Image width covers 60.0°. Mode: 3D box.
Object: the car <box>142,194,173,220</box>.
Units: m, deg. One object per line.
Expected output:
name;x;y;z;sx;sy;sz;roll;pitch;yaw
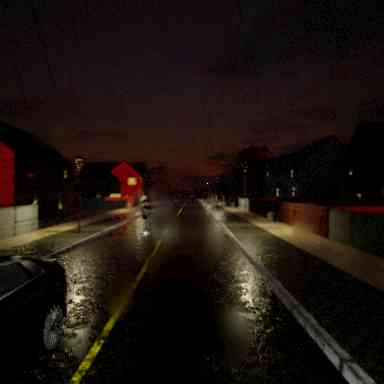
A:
car;-2.778;1.188;28.024;2.150;2.045;5.566;0;0;0

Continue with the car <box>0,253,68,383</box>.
car;-2.839;1.484;3.282;2.128;1.511;4.902;0;0;0
